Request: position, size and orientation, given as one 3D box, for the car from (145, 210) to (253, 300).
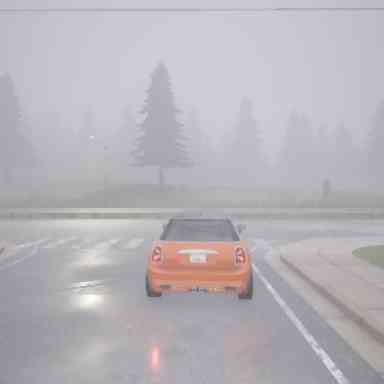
[{"bbox_3d":[0.279,1.222,8.294,2.097,1.767,4.553,0,1,5],"label":"car"}]
